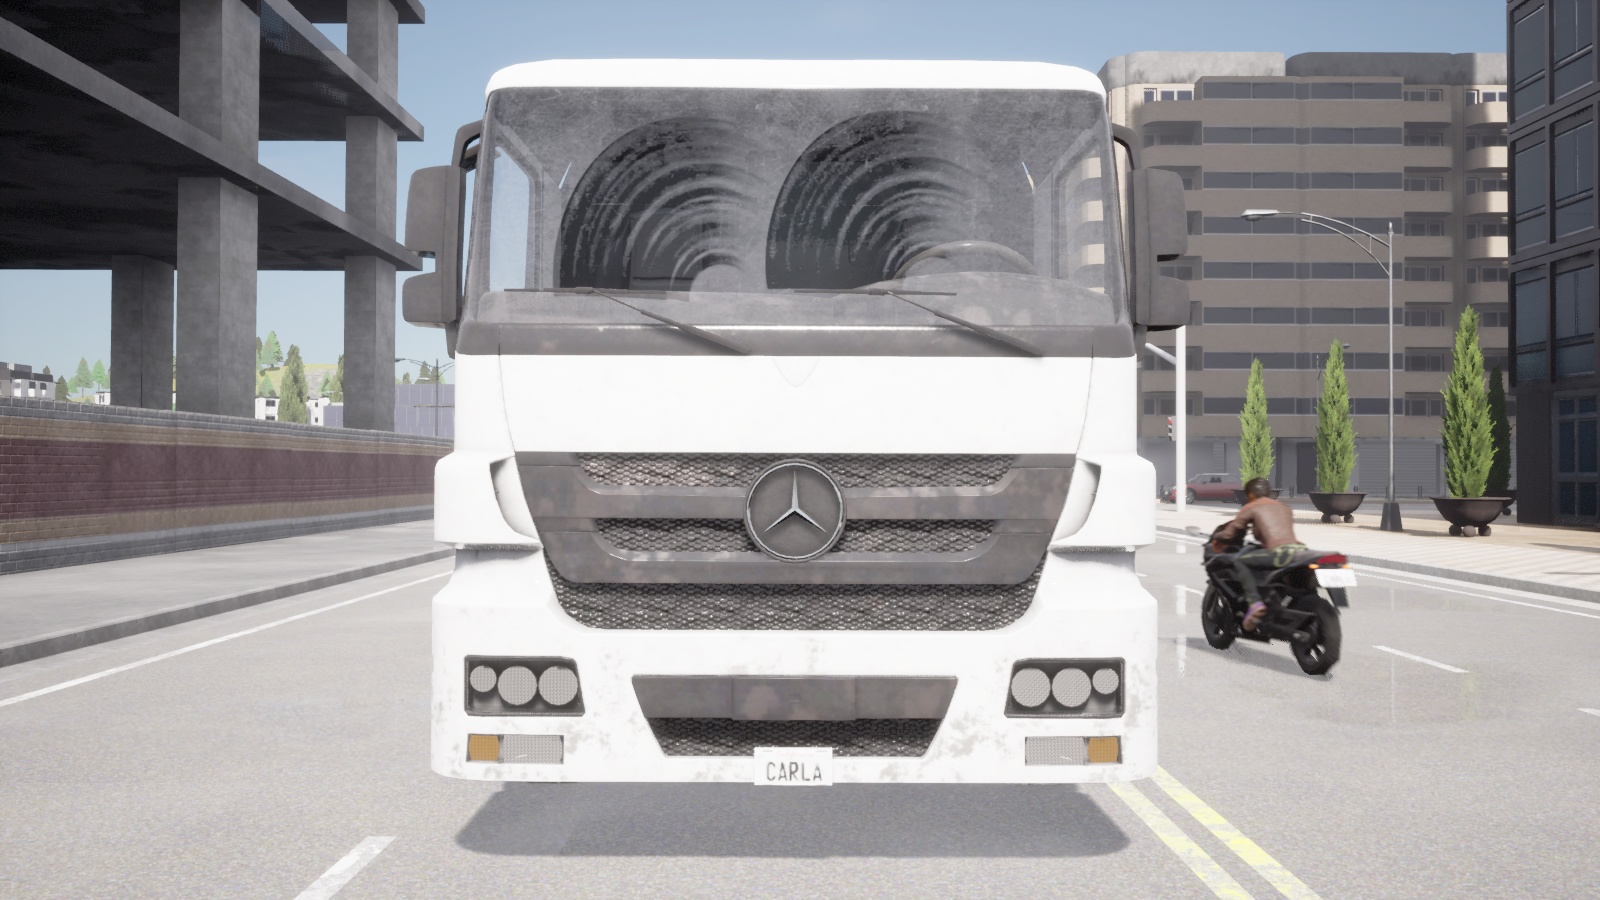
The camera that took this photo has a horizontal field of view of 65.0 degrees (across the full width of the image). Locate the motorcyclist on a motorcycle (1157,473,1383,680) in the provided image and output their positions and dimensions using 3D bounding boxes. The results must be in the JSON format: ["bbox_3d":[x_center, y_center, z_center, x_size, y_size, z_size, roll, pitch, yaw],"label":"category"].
[{"bbox_3d":[3.785,0.955,10.338,0.797,1.523,2.044,1,-1,-11],"label":"motorcyclist on a motorcycle"}]

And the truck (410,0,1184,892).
[{"bbox_3d":[-0.027,-0.022,8.684,2.891,3.462,7.936,0,-1,0],"label":"truck"}]

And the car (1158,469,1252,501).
[{"bbox_3d":[19.102,1.643,59.374,3.806,1.475,1.970,0,-1,0],"label":"car"}]
